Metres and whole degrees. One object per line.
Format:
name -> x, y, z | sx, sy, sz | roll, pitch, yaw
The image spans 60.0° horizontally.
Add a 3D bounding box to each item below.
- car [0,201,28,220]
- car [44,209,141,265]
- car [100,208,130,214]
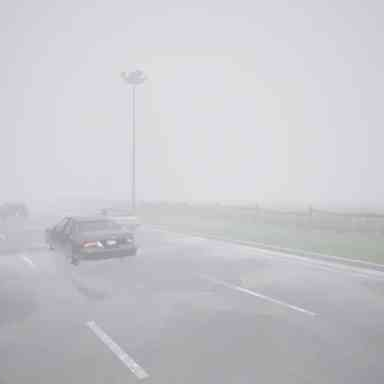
car -> -15.118, 1.504, 28.049 | 1.837, 1.490, 4.892 | 0, 0, -35
car -> -3.822, 1.547, 11.898 | 2.033, 1.411, 5.357 | 0, 0, -35
car -> -4.823, 1.601, 19.439 | 1.895, 1.301, 4.718 | 0, 0, -35
